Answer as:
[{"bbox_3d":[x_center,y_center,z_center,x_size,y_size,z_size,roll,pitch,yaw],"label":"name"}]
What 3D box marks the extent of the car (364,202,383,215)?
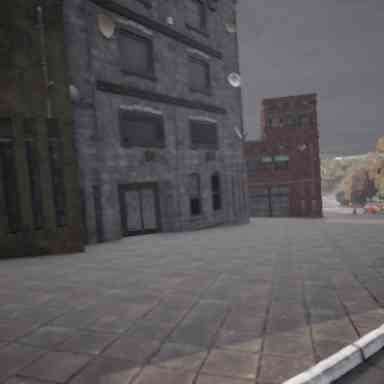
[{"bbox_3d":[26.452,2.245,47.663,2.097,1.767,4.553,-4,-3,6],"label":"car"}]
